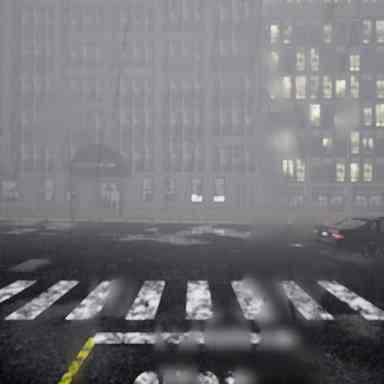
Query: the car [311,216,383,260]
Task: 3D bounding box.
[{"bbox_3d":[7.191,1.599,12.251,5.357,1.411,2.033,2,-1,-10],"label":"car"}]
